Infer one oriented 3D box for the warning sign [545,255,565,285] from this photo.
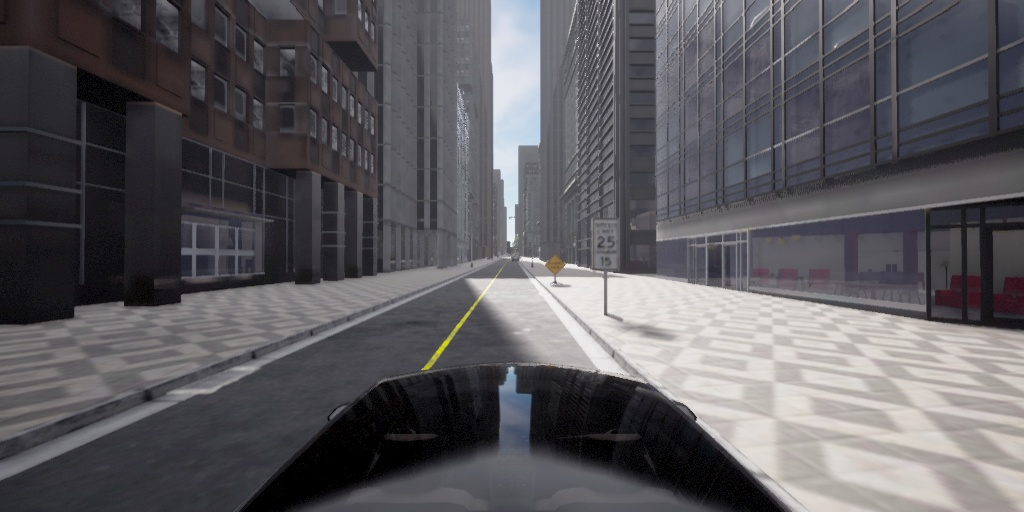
[{"bbox_3d":[2.718,0.845,22.489,1.300,1.860,1.060,0,0,0],"label":"warning sign"}]
